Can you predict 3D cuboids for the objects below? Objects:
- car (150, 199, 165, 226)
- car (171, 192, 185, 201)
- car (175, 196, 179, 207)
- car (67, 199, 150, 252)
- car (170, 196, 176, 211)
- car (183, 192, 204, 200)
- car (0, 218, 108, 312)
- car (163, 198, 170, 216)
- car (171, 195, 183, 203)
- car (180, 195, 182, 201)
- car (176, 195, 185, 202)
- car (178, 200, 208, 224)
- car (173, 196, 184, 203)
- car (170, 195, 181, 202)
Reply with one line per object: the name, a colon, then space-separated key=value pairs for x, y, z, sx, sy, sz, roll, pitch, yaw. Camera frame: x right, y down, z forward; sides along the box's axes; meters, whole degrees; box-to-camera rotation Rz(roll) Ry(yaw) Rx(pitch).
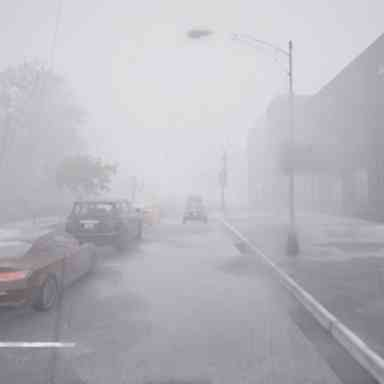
car: x=-3.530 y=1.555 z=24.295 sx=2.097 sy=1.535 sz=5.008 roll=0 pitch=0 yaw=3
car: x=-3.312 y=1.437 z=66.528 sx=2.435 sy=2.045 sz=5.566 roll=0 pitch=0 yaw=3
car: x=-3.416 y=1.662 z=46.477 sx=2.097 sy=1.535 sz=5.008 roll=0 pitch=0 yaw=3
car: x=-3.582 y=1.304 z=14.412 sx=2.435 sy=2.045 sz=5.566 roll=0 pitch=0 yaw=1
car: x=-3.441 y=1.622 z=40.095 sx=1.946 sy=1.575 sz=5.366 roll=0 pitch=0 yaw=3
car: x=0.318 y=1.356 z=43.041 sx=2.150 sy=2.045 sz=5.566 roll=0 pitch=0 yaw=0
car: x=-3.616 y=1.565 z=7.666 sx=2.002 sy=1.452 sz=4.674 roll=0 pitch=0 yaw=1
car: x=-3.501 y=1.586 z=29.843 sx=2.097 sy=1.535 sz=5.008 roll=0 pitch=0 yaw=3
car: x=-3.275 y=1.586 z=74.181 sx=2.185 sy=1.767 sz=4.553 roll=0 pitch=0 yaw=3
car: x=-3.358 y=1.683 z=57.574 sx=2.097 sy=1.535 sz=5.008 roll=0 pitch=0 yaw=3
car: x=-3.180 y=1.725 z=91.032 sx=1.946 sy=1.575 sz=5.366 roll=0 pitch=1 yaw=3
car: x=0.229 y=1.618 z=25.606 sx=2.033 sy=1.411 sz=5.357 roll=0 pitch=0 yaw=0
car: x=-3.256 y=1.776 z=79.785 sx=2.163 sy=1.488 sz=4.792 roll=-1 pitch=0 yaw=3
car: x=-3.387 y=1.683 z=52.033 sx=2.231 sy=1.521 sz=4.892 roll=0 pitch=-1 yaw=3
